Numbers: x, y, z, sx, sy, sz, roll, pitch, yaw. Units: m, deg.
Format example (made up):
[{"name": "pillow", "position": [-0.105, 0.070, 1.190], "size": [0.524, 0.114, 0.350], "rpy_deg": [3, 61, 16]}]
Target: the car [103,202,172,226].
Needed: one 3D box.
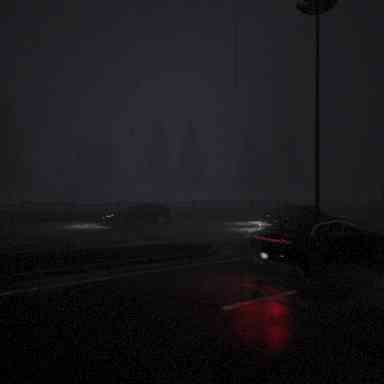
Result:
[{"name": "car", "position": [-3.806, 1.517, 23.591], "size": [4.892, 1.490, 1.837], "rpy_deg": [0, 0, -27]}]

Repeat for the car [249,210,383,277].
[{"name": "car", "position": [4.019, 1.504, 10.241], "size": [4.902, 1.511, 2.128], "rpy_deg": [0, 0, -31]}]

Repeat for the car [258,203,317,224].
[{"name": "car", "position": [7.345, 1.593, 25.581], "size": [4.181, 1.385, 1.994], "rpy_deg": [0, 0, -28]}]

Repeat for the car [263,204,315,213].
[{"name": "car", "position": [6.971, 1.589, 21.393], "size": [4.181, 1.385, 1.994], "rpy_deg": [0, 0, -29]}]
